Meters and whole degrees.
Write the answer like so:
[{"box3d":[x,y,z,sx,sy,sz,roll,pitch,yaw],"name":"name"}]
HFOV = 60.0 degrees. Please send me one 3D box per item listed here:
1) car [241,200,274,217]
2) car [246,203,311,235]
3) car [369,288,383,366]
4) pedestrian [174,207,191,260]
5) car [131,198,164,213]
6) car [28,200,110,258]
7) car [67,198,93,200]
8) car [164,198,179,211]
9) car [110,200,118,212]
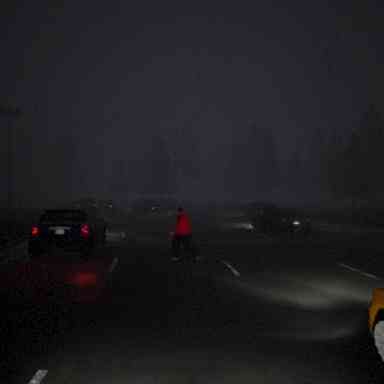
[{"box3d":[5.962,1.505,29.072,1.837,1.490,4.892,0,0,-17],"name":"car"},{"box3d":[4.936,1.564,18.958,1.994,1.385,4.181,0,0,-11],"name":"car"},{"box3d":[3.406,1.478,2.559,1.882,1.535,5.008,0,0,-2],"name":"car"},{"box3d":[-0.308,1.294,10.703,0.375,1.860,0.375,0,0,-7],"name":"pedestrian"},{"box3d":[-5.407,1.503,37.938,1.837,1.490,4.892,0,-1,-30],"name":"car"},{"box3d":[-4.670,1.351,13.079,2.097,1.767,4.553,0,0,-8],"name":"car"},{"box3d":[-10.977,1.352,33.724,2.097,1.767,4.553,0,0,-27],"name":"car"},{"box3d":[-3.361,1.526,41.668,1.812,1.442,4.674,0,0,-32],"name":"car"},{"box3d":[-10.120,1.564,38.660,1.994,1.385,4.181,0,0,-33],"name":"car"}]
